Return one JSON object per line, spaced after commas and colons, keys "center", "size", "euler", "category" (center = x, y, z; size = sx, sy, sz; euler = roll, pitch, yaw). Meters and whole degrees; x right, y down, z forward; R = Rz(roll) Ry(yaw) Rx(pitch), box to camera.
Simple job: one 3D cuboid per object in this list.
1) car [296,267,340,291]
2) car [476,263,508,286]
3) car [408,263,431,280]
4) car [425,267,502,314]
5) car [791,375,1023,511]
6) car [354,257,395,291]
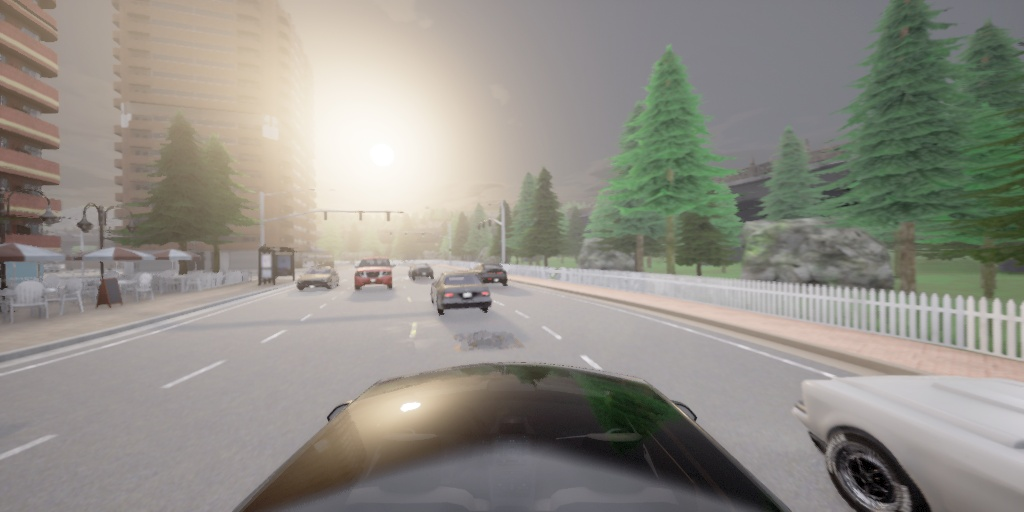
{"center": [-12.704, 1.446, 23.860], "size": [2.033, 1.411, 5.357], "euler": [-1, 0, -18], "category": "car"}
{"center": [-1.672, 1.239, 24.226], "size": [1.837, 1.490, 4.892], "euler": [-1, 0, -18], "category": "car"}
{"center": [-8.263, 1.343, 32.508], "size": [1.812, 1.442, 4.674], "euler": [-1, 0, -21], "category": "car"}
{"center": [-2.120, 1.307, 13.975], "size": [2.033, 1.411, 5.357], "euler": [-1, 0, -16], "category": "car"}
{"center": [3.486, 1.300, 1.119], "size": [1.895, 1.301, 4.718], "euler": [-1, 0, 0], "category": "car"}
{"center": [-8.886, 1.066, 23.401], "size": [2.150, 2.045, 5.566], "euler": [-1, 0, -18], "category": "car"}
